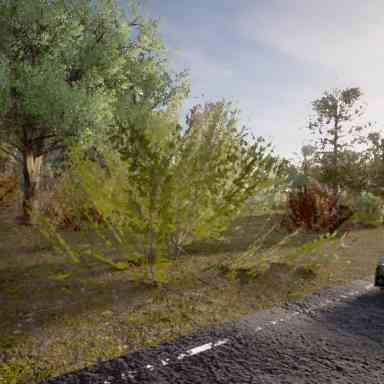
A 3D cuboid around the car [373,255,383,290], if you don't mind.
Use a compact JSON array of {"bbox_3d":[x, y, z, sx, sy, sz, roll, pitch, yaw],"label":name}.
[{"bbox_3d":[5.994,1.568,7.669,4.181,1.385,1.994,0,0,-37],"label":"car"}]
